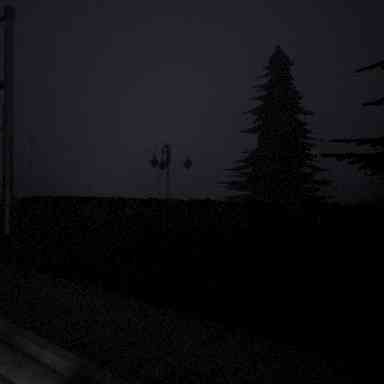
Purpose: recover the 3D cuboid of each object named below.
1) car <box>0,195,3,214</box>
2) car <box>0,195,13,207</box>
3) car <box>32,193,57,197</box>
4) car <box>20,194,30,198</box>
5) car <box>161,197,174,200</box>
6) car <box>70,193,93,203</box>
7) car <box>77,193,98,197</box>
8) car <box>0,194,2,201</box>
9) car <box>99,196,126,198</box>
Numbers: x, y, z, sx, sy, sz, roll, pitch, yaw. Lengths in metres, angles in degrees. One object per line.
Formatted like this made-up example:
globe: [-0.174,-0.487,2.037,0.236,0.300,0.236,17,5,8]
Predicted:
car: [-19.662,1.279,30.832,2.007,1.523,4.514,0,0,37]
car: [-27.053,1.244,45.930,1.845,1.501,3.633,0,0,37]
car: [-31.580,1.110,72.033,2.152,1.636,5.027,0,0,37]
car: [-36.904,1.160,75.632,1.970,1.475,3.806,0,0,37]
car: [-4.020,1.474,51.642,1.845,1.501,3.633,0,0,37]
car: [-21.355,1.086,64.341,1.905,1.878,3.866,0,0,37]
car: [-18.786,1.121,62.924,1.932,1.855,4.605,0,0,37]
car: [-44.068,1.167,72.201,2.007,1.523,4.514,0,0,37]
car: [-10.862,1.426,47.503,1.970,1.475,3.806,0,0,37]
